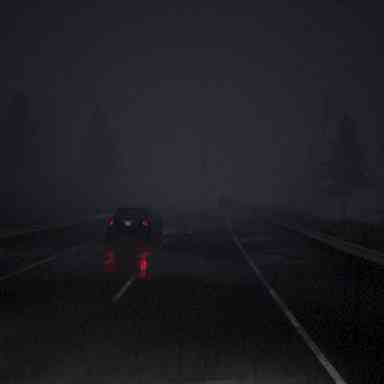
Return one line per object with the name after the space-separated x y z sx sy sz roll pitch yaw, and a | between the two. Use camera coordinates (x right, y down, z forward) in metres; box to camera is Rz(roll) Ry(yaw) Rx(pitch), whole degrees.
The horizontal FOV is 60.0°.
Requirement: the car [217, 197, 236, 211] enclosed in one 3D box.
4.880 1.673 48.121 2.150 2.045 5.566 0 -1 8 | car

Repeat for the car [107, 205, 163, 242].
-2.833 1.512 17.421 2.097 1.767 4.553 0 -1 3 | car

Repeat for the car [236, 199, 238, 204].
9.997 2.199 80.678 1.895 1.301 4.718 0 -1 13 | car

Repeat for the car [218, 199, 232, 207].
6.487 2.150 64.642 2.033 1.411 5.357 0 -1 12 | car
